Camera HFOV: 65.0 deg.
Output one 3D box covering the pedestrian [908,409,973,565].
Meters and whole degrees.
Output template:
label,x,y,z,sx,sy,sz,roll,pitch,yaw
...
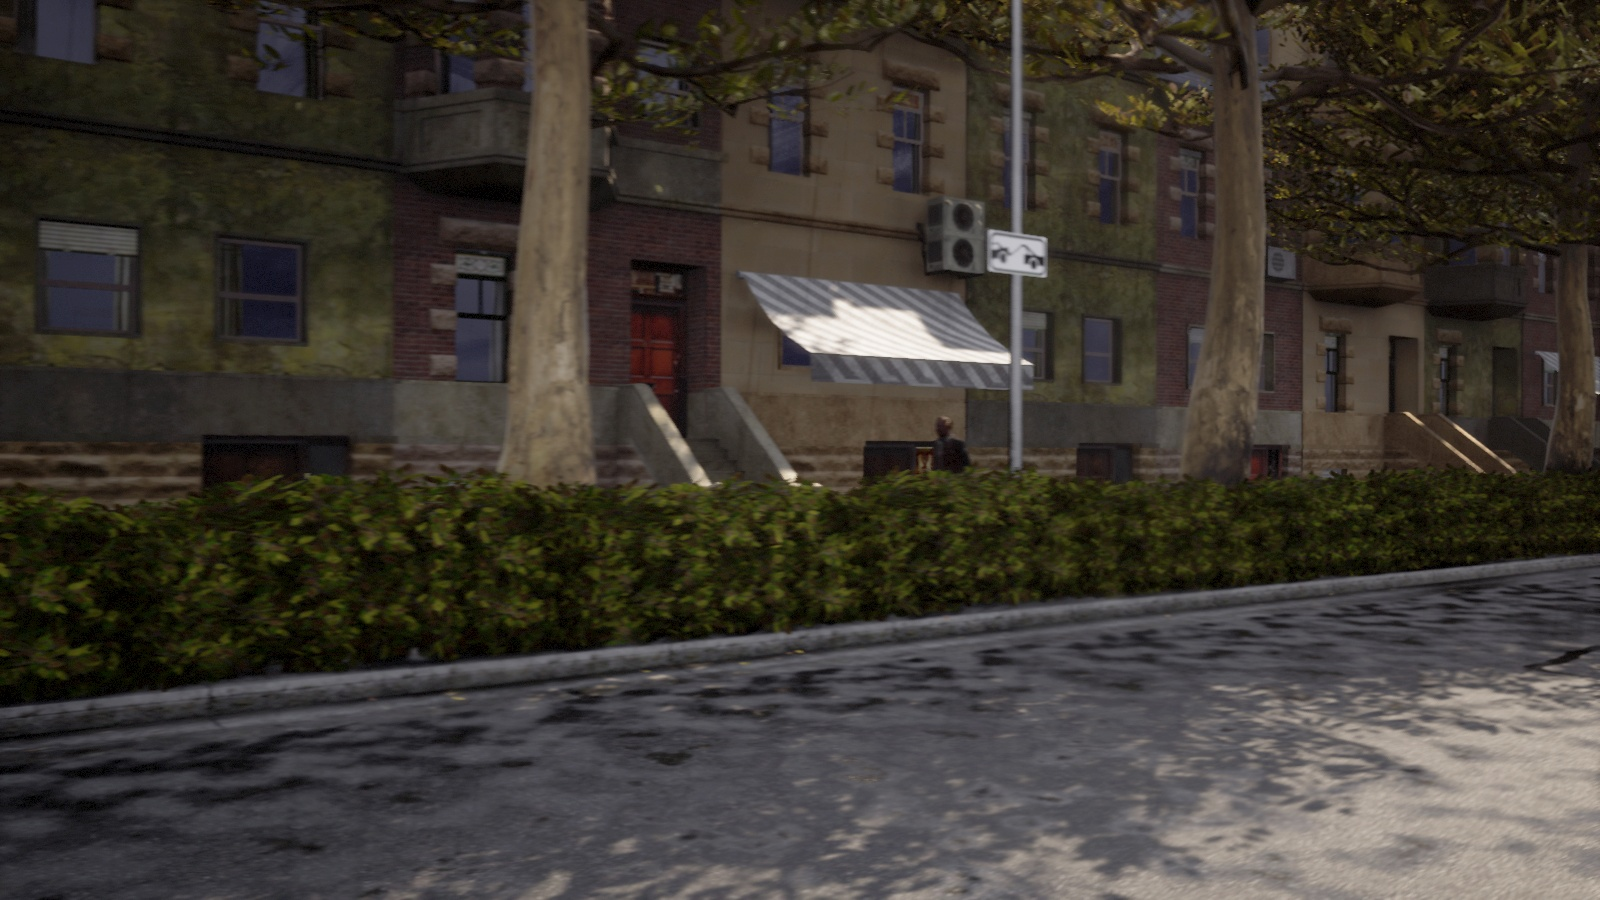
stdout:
label,x,y,z,sx,sy,sz,roll,pitch,yaw
pedestrian,1.712,0.436,15.279,0.720,1.854,0.376,0,0,-36
